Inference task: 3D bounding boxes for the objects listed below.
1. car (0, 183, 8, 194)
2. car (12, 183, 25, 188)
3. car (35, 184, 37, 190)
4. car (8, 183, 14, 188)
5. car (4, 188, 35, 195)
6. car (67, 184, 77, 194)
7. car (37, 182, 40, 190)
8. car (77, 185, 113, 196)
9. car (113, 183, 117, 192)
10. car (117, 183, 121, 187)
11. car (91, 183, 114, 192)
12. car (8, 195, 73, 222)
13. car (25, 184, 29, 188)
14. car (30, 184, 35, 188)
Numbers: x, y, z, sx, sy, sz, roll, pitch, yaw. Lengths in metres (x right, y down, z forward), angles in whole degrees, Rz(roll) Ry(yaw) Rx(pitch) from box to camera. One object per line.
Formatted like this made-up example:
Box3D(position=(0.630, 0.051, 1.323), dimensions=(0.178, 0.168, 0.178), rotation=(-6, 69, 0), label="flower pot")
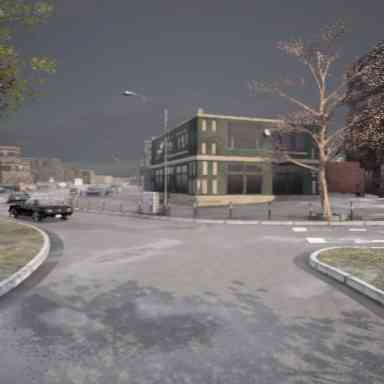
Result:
Box3D(position=(-37.851, -0.507, 62.335), dimensions=(4.553, 1.767, 2.185), rotation=(0, 2, -10), label="car")
Box3D(position=(-39.355, -0.919, 70.464), dimensions=(5.566, 2.045, 2.435), rotation=(0, 2, -10), label="car")
Box3D(position=(-41.287, -1.178, 81.321), dimensions=(4.553, 1.767, 2.185), rotation=(0, 2, -10), label="car")
Box3D(position=(-38.372, -0.473, 65.051), dimensions=(4.892, 1.521, 2.231), rotation=(0, 2, -10), label="car")
Box3D(position=(-19.561, 0.568, 37.947), dimensions=(1.994, 1.385, 4.181), rotation=(0, 2, -19), label="car")
Box3D(position=(-22.512, -0.286, 64.774), dimensions=(1.837, 1.490, 4.892), rotation=(0, 2, -10), label="car")
Box3D(position=(-41.769, -1.272, 84.033), dimensions=(4.553, 1.767, 2.185), rotation=(0, 2, -10), label="car")
Box3D(position=(-16.303, 0.038, 55.900), dimensions=(4.792, 1.488, 2.163), rotation=(0, 2, -10), label="car")
Box3D(position=(-18.640, -0.560, 69.468), dimensions=(4.553, 1.767, 2.185), rotation=(0, 2, -10), label="car")
Box3D(position=(-20.092, -0.983, 77.667), dimensions=(5.566, 2.045, 2.435), rotation=(0, 2, -10), label="car")
Box3D(position=(-17.188, -0.279, 61.256), dimensions=(4.553, 1.767, 2.185), rotation=(0, 2, -10), label="car")
Box3D(position=(-9.585, 1.079, 20.891), dimensions=(4.718, 1.301, 1.895), rotation=(1, 2, 38), label="car")
Box3D(position=(-39.629, -0.767, 73.223), dimensions=(5.366, 1.575, 1.946), rotation=(0, 2, -10), label="car")
Box3D(position=(-40.781, -0.957, 78.616), dimensions=(5.008, 1.535, 2.097), rotation=(0, 2, -10), label="car")
